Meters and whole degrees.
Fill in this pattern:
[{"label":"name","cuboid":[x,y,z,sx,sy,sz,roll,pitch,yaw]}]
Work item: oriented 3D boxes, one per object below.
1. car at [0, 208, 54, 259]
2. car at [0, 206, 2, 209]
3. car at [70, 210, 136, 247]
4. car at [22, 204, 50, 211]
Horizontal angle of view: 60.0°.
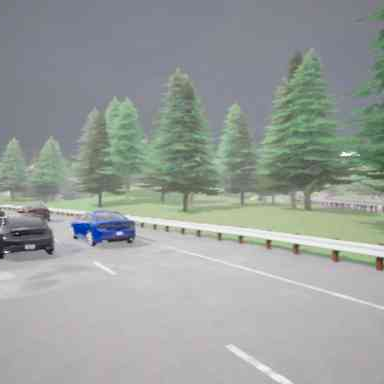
[{"label":"car","cuboid":[-6.941,1.650,13.501,1.837,1.490,4.892,0,0,-34]},{"label":"car","cuboid":[-16.206,1.658,26.358,2.097,1.767,4.553,0,-1,-38]},{"label":"car","cuboid":[-4.428,1.611,16.034,1.882,1.535,5.008,0,0,-34]},{"label":"car","cuboid":[-13.928,1.778,29.123,1.882,1.535,5.008,0,0,-38]}]
